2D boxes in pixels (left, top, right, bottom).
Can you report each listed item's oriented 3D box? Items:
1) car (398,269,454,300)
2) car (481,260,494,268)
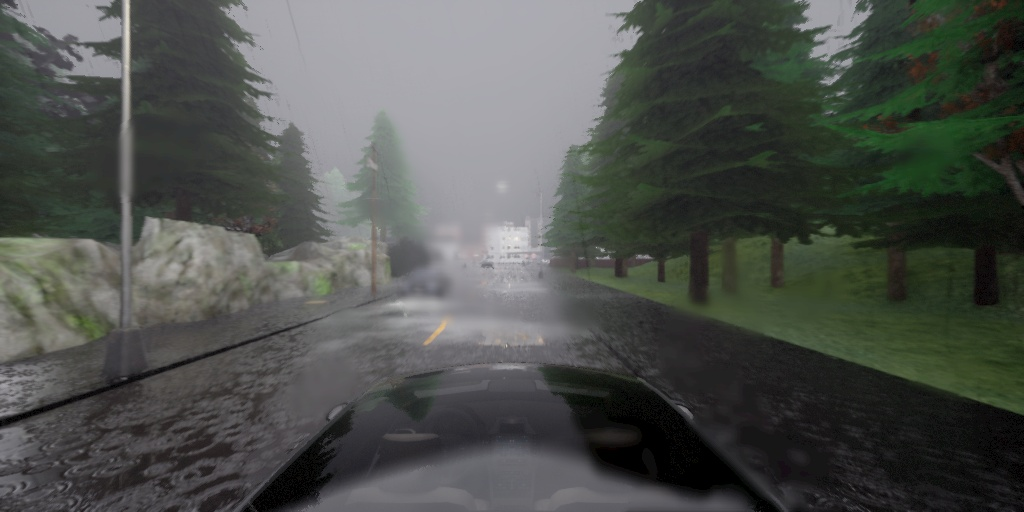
[{"bbox_3d":[-4.100,1.315,17.702,1.994,1.385,4.181,0,0,0],"label":"car"},{"bbox_3d":[-4.078,1.356,59.985,1.895,1.301,4.718,0,0,0],"label":"car"}]
